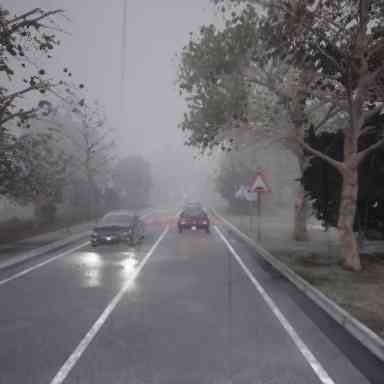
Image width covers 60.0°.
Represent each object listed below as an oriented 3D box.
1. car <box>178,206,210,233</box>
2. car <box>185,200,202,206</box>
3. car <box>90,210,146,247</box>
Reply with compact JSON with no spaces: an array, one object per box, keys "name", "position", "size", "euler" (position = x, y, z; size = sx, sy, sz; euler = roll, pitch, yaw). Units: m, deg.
[{"name":"car","position":[0.108,1.788,21.189],"size":[1.895,1.301,4.718],"euler":[0,-1,0]},{"name":"car","position":[0.201,1.739,40.528],"size":[2.128,1.511,4.902],"euler":[0,0,1]},{"name":"car","position":[-3.339,1.643,15.731],"size":[1.837,1.490,4.892],"euler":[0,-1,0]}]
